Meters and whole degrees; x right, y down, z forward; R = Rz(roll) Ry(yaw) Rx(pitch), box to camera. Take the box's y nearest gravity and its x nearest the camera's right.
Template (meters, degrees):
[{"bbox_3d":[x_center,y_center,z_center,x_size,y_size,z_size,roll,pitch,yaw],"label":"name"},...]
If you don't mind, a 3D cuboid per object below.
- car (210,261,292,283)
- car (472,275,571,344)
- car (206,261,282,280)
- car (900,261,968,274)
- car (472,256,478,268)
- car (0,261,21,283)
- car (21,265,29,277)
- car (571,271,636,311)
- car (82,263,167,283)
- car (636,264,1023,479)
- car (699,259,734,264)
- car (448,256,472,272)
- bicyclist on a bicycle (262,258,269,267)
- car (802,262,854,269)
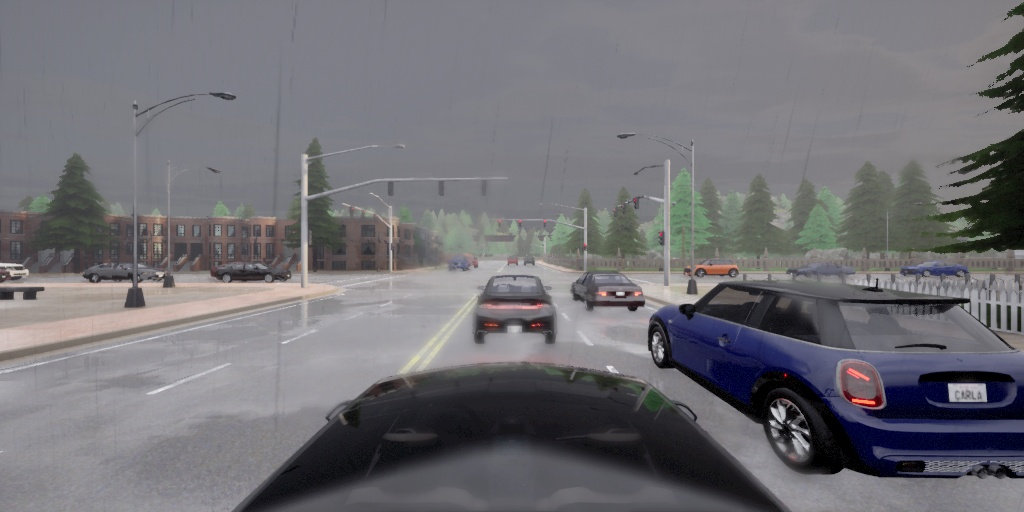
[{"bbox_3d":[-19.502,1.228,27.231,5.008,1.535,1.882,0,0,-1],"label":"car"},{"bbox_3d":[0.079,1.242,9.555,2.128,1.511,4.902,0,0,1],"label":"car"},{"bbox_3d":[-22.811,1.228,30.669,5.008,1.535,1.882,0,0,-1],"label":"car"},{"bbox_3d":[39.778,1.228,33.884,5.008,1.535,1.882,0,0,1],"label":"car"},{"bbox_3d":[-6.945,0.971,60.499,2.150,2.045,5.566,0,0,0],"label":"car"},{"bbox_3d":[-39.168,1.228,25.243,5.008,1.535,1.882,0,0,-18],"label":"car"},{"bbox_3d":[-42.171,0.971,27.913,5.566,2.045,2.150,0,0,-21],"label":"car"},{"bbox_3d":[3.610,1.297,14.380,2.033,1.411,5.357,0,0,1],"label":"car"},{"bbox_3d":[-28.998,1.242,26.961,4.902,1.511,2.128,0,0,-4],"label":"car"},{"bbox_3d":[3.608,1.102,4.963,2.097,1.767,4.553,0,0,0],"label":"car"},{"bbox_3d":[18.775,1.102,33.963,4.553,1.767,2.097,0,0,0],"label":"car"},{"bbox_3d":[-6.998,0.971,47.474,2.150,2.045,5.566,0,0,0],"label":"car"},{"bbox_3d":[-28.735,1.053,41.685,0.582,1.620,1.656,0,0,-1],"label":"bicyclist on a bicycle"},{"bbox_3d":[29.167,1.297,33.925,5.357,1.411,2.033,0,0,1],"label":"car"}]
